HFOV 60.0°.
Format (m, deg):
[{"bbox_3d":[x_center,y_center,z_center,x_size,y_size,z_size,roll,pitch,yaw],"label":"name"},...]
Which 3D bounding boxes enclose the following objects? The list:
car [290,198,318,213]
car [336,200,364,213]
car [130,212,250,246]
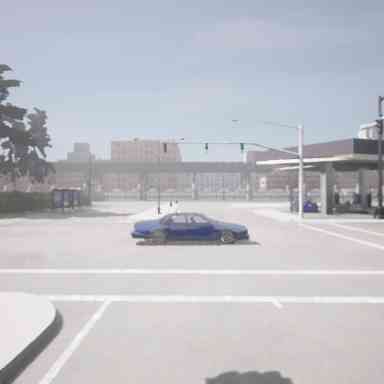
[{"bbox_3d":[13.176,1.583,39.301,2.242,1.667,4.611,0,0,0],"label":"car"},{"bbox_3d":[18.920,1.749,40.067,1.970,1.475,3.806,0,0,0],"label":"car"},{"bbox_3d":[-0.101,1.662,15.448,5.357,1.411,2.033,0,0,1],"label":"car"}]
